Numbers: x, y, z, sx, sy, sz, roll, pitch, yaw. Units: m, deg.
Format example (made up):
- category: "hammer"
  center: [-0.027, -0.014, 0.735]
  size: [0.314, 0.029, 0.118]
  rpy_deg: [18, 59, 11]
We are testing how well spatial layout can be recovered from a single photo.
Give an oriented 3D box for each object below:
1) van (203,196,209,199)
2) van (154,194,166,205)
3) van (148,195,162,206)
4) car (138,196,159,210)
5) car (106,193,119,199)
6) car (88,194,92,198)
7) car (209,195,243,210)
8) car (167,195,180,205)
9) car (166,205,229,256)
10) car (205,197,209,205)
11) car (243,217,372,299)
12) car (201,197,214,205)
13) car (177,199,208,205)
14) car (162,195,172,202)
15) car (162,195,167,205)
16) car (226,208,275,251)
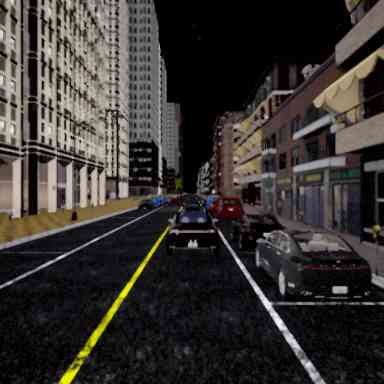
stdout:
- category: "van"
  center: [2.699, 1.329, 42.123]
  size: [1.690, 1.788, 3.998]
  rpy_deg: [0, 0, 0]
- category: "van"
  center: [-5.678, 1.331, 59.071]
  size: [1.690, 1.788, 3.998]
  rpy_deg: [0, 0, 0]
- category: "van"
  center: [-5.681, 1.330, 47.774]
  size: [1.690, 1.788, 3.998]
  rpy_deg: [0, 0, 0]
- category: "car"
  center: [-5.681, 1.554, 42.125]
  size: [1.947, 1.339, 4.313]
  rpy_deg: [0, 0, 0]
- category: "car"
  center: [-21.112, 1.070, 86.802]
  size: [4.097, 1.590, 1.967]
  rpy_deg: [1, -1, 0]
- category: "car"
  center: [-26.689, 1.104, 86.788]
  size: [4.206, 1.307, 1.802]
  rpy_deg: [1, -1, 0]
- category: "car"
  center: [2.696, 1.305, 25.177]
  size: [2.192, 1.841, 5.009]
  rpy_deg: [0, 0, 0]
- category: "car"
  center: [-3.042, 1.553, 58.432]
  size: [1.994, 1.385, 4.181]
  rpy_deg: [0, 0, 0]
- category: "car"
  center: [0.048, 1.485, 13.082]
  size: [2.128, 1.511, 4.902]
  rpy_deg: [0, 0, 1]
- category: "car"
  center: [2.698, 1.570, 36.474]
  size: [1.802, 1.307, 4.206]
  rpy_deg: [0, 0, 0]
- category: "car"
  center: [2.691, 1.546, 8.232]
  size: [2.008, 1.369, 4.403]
  rpy_deg: [0, 0, 0]
- category: "car"
  center: [2.703, 1.541, 59.068]
  size: [2.008, 1.369, 4.403]
  rpy_deg: [0, 0, 0]
- category: "car"
  center: [0.056, 1.554, 28.409]
  size: [1.994, 1.385, 4.181]
  rpy_deg: [0, 0, 1]
- category: "car"
  center: [-5.674, 1.436, 76.017]
  size: [1.967, 1.590, 4.097]
  rpy_deg: [0, 0, 0]
- category: "car"
  center: [-5.679, 1.540, 53.422]
  size: [2.008, 1.369, 4.403]
  rpy_deg: [0, 0, 0]
- category: "car"
  center: [2.693, 1.559, 13.880]
  size: [1.947, 1.339, 4.313]
  rpy_deg: [0, 0, 0]
